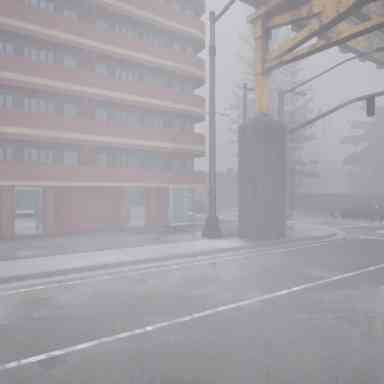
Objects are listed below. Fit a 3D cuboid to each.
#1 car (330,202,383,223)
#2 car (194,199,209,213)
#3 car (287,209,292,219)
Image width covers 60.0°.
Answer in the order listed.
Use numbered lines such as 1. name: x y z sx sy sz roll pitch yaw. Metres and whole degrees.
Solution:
1. car: 12.985 1.491 25.273 2.128 1.511 4.902 0 0 -36
2. car: 0.323 1.478 36.860 1.882 1.535 5.008 0 0 -36
3. car: 6.284 1.526 28.488 1.812 1.442 4.674 0 0 -36
